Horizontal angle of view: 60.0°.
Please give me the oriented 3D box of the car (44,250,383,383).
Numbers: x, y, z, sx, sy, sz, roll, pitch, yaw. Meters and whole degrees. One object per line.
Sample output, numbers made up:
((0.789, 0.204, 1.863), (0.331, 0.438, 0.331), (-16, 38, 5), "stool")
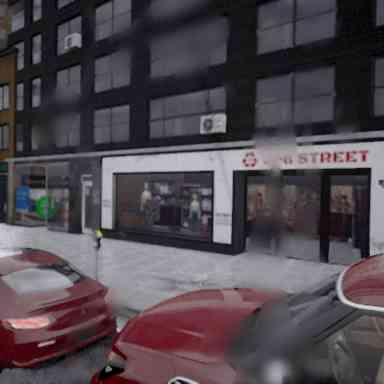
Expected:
((1.592, 1.318, 1.939), (5.009, 1.841, 2.192), (1, 1, 35), "car")

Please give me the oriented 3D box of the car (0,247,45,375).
((-2.963, 1.533, 5.175), (4.206, 1.307, 1.802), (1, 1, 35), "car")
